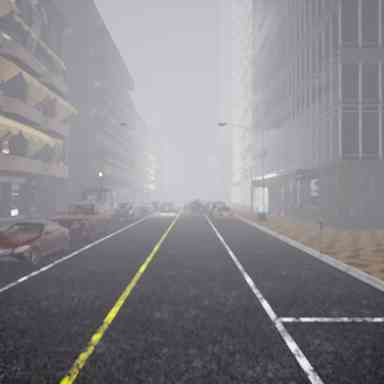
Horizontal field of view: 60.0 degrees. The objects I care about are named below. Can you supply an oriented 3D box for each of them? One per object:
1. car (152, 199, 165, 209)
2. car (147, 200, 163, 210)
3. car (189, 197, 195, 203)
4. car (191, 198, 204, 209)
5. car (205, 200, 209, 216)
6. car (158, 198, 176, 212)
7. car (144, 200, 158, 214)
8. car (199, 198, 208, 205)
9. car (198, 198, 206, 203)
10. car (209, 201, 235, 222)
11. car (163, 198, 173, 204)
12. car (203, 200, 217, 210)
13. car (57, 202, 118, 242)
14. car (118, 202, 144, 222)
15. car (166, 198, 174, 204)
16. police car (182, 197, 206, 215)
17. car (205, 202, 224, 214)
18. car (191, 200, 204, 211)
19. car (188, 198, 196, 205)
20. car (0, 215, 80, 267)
[{"bbox_3d":[-5.698,2.011,56.799,1.752,1.417,4.829,0,-1,0],"label":"car"},{"bbox_3d":[-5.698,2.003,51.320,1.947,1.339,4.313,0,0,0],"label":"car"},{"bbox_3d":[-0.011,2.137,90.941,1.812,1.442,4.674,0,-1,0],"label":"car"},{"bbox_3d":[0.893,1.826,55.506,2.097,1.767,4.553,0,-1,0],"label":"car"},{"bbox_3d":[2.686,1.731,34.377,1.967,1.590,4.097,0,0,0],"label":"car"},{"bbox_3d":[-3.095,1.863,43.771,2.128,1.511,4.902,0,-1,0],"label":"car"},{"bbox_3d":[-5.696,1.889,40.023,2.008,1.369,4.403,0,0,0],"label":"car"},{"bbox_3d":[2.680,2.238,79.563,1.887,1.381,4.507,0,-1,0],"label":"car"},{"bbox_3d":[2.678,2.348,90.860,2.008,1.369,4.403,0,-1,0],"label":"car"},{"bbox_3d":[2.686,1.769,28.899,1.752,1.417,4.829,0,0,0],"label":"car"},{"bbox_3d":[-5.701,2.133,79.563,1.967,1.590,4.097,0,-1,0],"label":"car"},{"bbox_3d":[2.683,2.003,51.321,1.947,1.339,4.313,0,-1,0],"label":"car"},{"bbox_3d":[-5.694,1.462,17.432,2.192,1.841,5.009,0,0,0],"label":"car"},{"bbox_3d":[-5.694,1.682,28.728,1.967,1.590,4.097,0,0,0],"label":"car"},{"bbox_3d":[-5.702,2.326,85.210,1.802,1.307,4.206,0,-1,0],"label":"car"},{"bbox_3d":[0.243,1.759,39.523,1.930,1.638,5.238,0,0,-18],"label":"police car"},{"bbox_3d":[2.684,1.889,40.025,2.008,1.369,4.403,0,0,0],"label":"car"},{"bbox_3d":[0.775,1.927,49.554,1.837,1.490,4.892,0,-1,1],"label":"car"},{"bbox_3d":[-0.009,2.106,75.213,1.812,1.442,4.674,0,-1,0],"label":"car"},{"bbox_3d":[-5.692,1.681,11.782,1.802,1.307,4.206,0,0,0],"label":"car"}]
